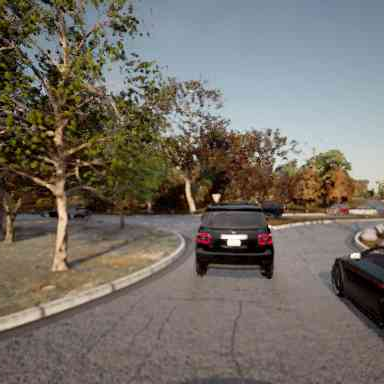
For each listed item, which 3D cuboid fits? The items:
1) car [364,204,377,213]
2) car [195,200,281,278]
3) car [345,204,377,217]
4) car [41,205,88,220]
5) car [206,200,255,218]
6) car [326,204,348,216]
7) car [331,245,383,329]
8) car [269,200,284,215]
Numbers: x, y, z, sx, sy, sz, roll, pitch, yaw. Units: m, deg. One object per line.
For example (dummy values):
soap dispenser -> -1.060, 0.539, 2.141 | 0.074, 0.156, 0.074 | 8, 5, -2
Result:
car -> 32.702, 3.017, 60.779 | 1.837, 1.490, 4.892 | 0, -1, 32
car -> 1.388, 1.392, 10.958 | 2.150, 2.045, 5.566 | 0, -1, 7
car -> 23.930, 2.771, 46.648 | 4.718, 1.301, 1.895 | 2, -2, -38
car -> -12.900, 2.042, 33.682 | 4.902, 1.511, 2.128 | 0, -1, 17
car -> 4.632, 1.964, 39.985 | 5.566, 2.045, 2.150 | 1, -1, -24
car -> 21.702, 2.558, 49.092 | 4.553, 1.767, 2.097 | 2, -2, -38
car -> 4.064, 1.651, 6.127 | 1.994, 1.385, 4.181 | 0, -1, 7
car -> 7.833, 1.954, 37.893 | 5.566, 2.045, 2.150 | 1, -1, -24
